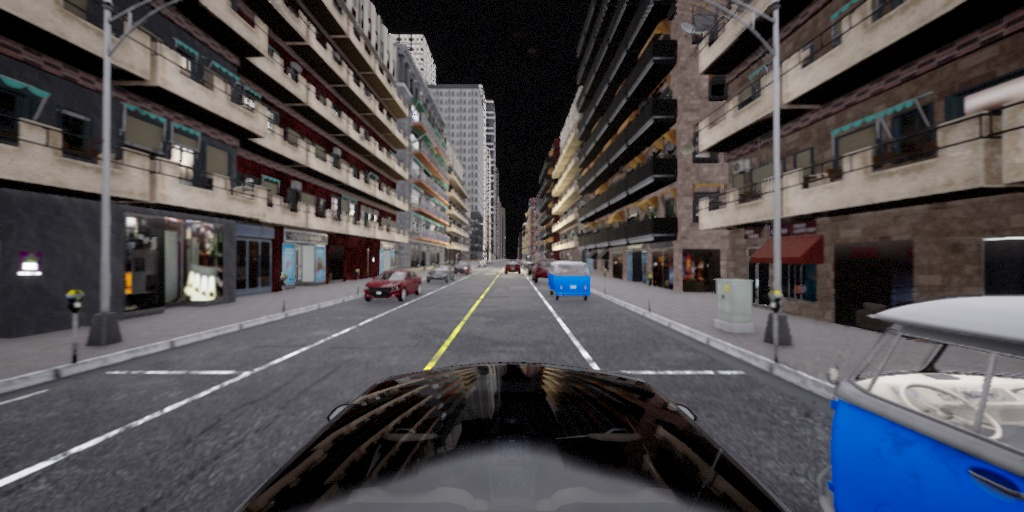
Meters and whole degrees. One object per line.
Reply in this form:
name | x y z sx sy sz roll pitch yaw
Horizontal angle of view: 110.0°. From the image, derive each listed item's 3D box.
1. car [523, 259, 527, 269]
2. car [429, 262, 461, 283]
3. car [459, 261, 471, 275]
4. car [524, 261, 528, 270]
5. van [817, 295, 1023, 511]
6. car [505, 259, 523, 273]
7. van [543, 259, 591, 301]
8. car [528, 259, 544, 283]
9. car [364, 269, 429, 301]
car | 2.694 1.490 57.352 2.007 1.370 4.403 0 0 0
car | -5.689 1.390 28.939 2.007 1.370 4.403 0 0 0
car | -5.688 1.318 40.303 1.967 1.591 4.097 0 0 0
car | 2.693 1.444 40.305 1.948 1.339 4.313 0 0 0
van | 2.690 1.087 0.529 1.690 1.789 3.998 0 0 0
car | 0.103 1.375 45.563 1.882 1.535 5.008 0 0 0
van | 2.691 1.142 17.576 1.690 1.789 3.998 0 0 0
car | 2.692 1.154 28.940 2.192 1.841 5.009 0 0 0
car | -5.689 1.347 17.574 1.888 1.381 4.507 0 0 0
